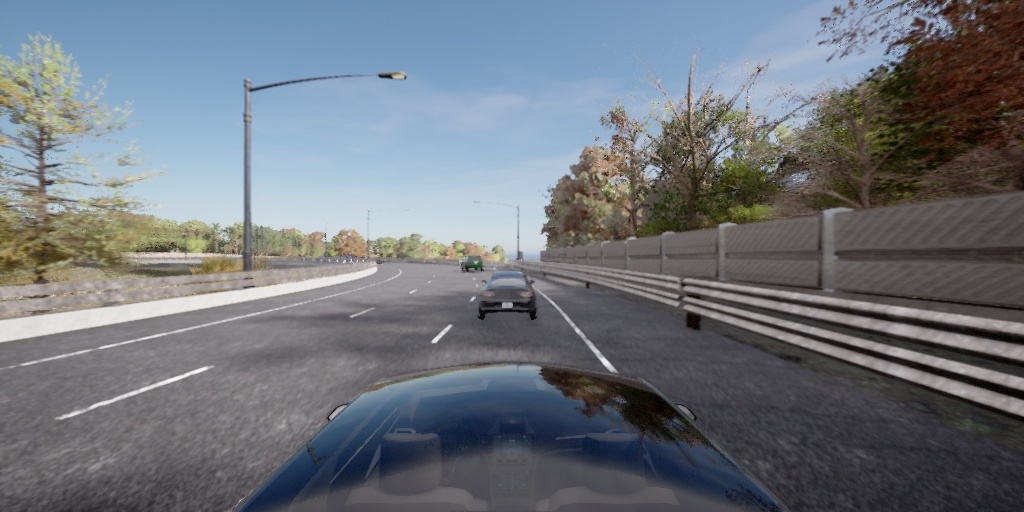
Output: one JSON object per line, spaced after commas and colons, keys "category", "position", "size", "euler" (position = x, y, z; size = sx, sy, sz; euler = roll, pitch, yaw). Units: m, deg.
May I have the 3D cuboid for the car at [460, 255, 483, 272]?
{"category": "car", "position": [-5.208, 0.929, 46.274], "size": [2.150, 2.045, 5.566], "euler": [0, 0, -17]}

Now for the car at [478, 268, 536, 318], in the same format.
{"category": "car", "position": [-0.151, 1.268, 12.734], "size": [1.812, 1.442, 4.674], "euler": [0, 0, 0]}
